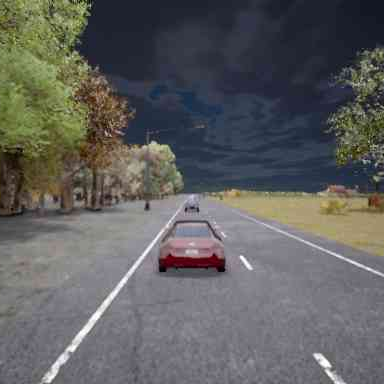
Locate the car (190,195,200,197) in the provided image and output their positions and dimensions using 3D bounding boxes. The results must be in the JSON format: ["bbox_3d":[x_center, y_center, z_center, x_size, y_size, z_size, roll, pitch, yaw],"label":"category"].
[{"bbox_3d":[0.001,1.781,60.100,2.033,1.411,5.357,0,0,0],"label":"car"}]

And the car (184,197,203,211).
[{"bbox_3d":[0.001,1.723,43.116,2.033,1.411,5.357,0,0,0],"label":"car"}]

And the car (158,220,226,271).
[{"bbox_3d":[-0.001,1.612,11.066,1.994,1.385,4.181,0,0,0],"label":"car"}]
